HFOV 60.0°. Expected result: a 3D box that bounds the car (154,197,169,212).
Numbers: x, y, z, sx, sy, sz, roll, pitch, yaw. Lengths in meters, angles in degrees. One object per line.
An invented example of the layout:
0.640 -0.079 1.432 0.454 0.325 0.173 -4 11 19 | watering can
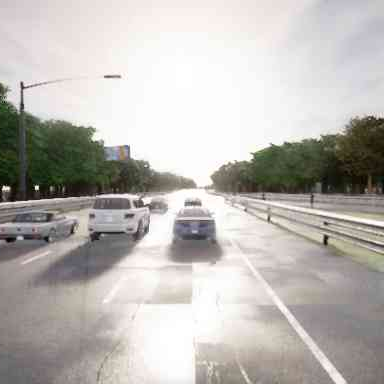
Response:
-3.398 1.264 34.576 1.812 1.442 4.674 0 1 0 | car

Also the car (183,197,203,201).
0.103 1.211 35.091 1.882 1.535 5.008 0 1 0 | car

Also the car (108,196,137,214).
-6.897 1.253 33.568 1.837 1.490 4.892 0 1 0 | car

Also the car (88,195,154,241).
-3.399 1.145 16.426 2.150 2.045 5.566 0 1 0 | car

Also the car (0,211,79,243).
-6.898 1.532 15.574 1.895 1.301 4.718 0 0 0 | car

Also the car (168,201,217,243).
0.101 1.406 15.791 1.882 1.535 5.008 0 1 0 | car
